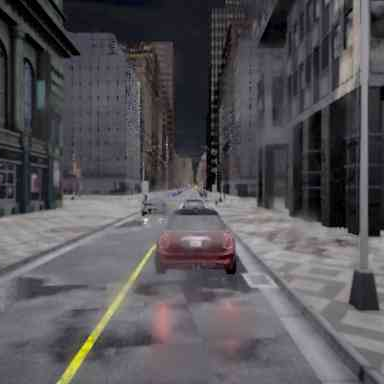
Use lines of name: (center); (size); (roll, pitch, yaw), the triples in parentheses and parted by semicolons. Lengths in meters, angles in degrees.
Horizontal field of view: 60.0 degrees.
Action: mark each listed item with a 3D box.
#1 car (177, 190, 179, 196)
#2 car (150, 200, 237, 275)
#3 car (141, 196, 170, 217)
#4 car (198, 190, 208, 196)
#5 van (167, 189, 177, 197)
car: (-5.416, 0.559, 91.354); (1.802, 1.307, 4.206); (0, 1, 0)
car: (0.100, 1.254, 10.295); (2.097, 1.767, 4.553); (0, 1, 0)
car: (-3.042, 1.284, 27.818); (1.994, 1.385, 4.181); (0, 1, 0)
car: (3.061, 0.614, 85.633); (1.947, 1.339, 4.313); (0, 1, 0)
van: (-5.463, 0.390, 85.703); (1.690, 1.788, 3.998); (0, 1, 0)
